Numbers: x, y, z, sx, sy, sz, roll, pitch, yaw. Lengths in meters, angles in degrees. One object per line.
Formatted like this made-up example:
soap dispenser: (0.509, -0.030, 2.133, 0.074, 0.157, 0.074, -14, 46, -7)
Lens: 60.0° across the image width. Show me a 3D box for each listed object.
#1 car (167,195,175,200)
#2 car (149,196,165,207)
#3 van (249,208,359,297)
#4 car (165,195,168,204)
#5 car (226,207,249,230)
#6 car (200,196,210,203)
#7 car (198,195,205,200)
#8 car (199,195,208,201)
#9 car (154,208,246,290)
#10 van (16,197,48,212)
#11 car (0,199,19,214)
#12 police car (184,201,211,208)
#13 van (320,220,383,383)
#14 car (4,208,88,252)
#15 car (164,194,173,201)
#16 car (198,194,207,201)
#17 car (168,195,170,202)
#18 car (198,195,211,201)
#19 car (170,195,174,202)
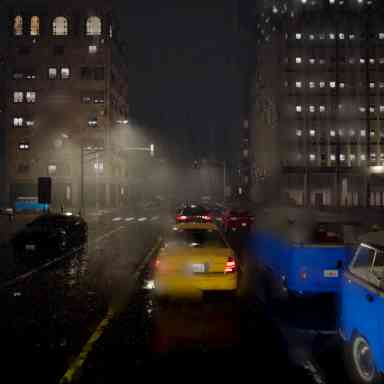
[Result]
car: (-5.690, 1.472, 91.285, 1.752, 1.417, 4.829, 1, 0, 0)
car: (-5.686, 1.572, 51.893, 1.802, 1.307, 4.206, 1, 0, 0)
van: (2.702, 1.343, 8.296, 1.690, 1.788, 3.998, 1, 0, 0)
car: (-5.684, 1.425, 57.546, 1.967, 1.590, 4.097, 1, 0, 0)
car: (2.698, 1.545, 19.450, 1.887, 1.381, 4.507, 1, 0, 0)
car: (2.693, 1.517, 68.848, 1.887, 1.381, 4.507, 1, 0, 0)
car: (2.690, 1.472, 91.624, 1.752, 1.417, 4.829, 1, 0, 0)
car: (2.691, 1.510, 80.150, 2.008, 1.369, 4.403, 1, 0, 0)
car: (0.096, 1.458, 9.056, 1.801, 1.575, 5.366, 0, 0, 0)
van: (-19.740, 1.524, 40.761, 3.998, 1.788, 1.690, 0, 0, 1)
car: (-19.847, 1.620, 32.380, 4.403, 1.369, 2.008, 0, 0, 1)
police car: (0.102, 1.505, 19.375, 2.038, 1.542, 4.974, 0, 0, 0)
van: (2.703, 1.342, 2.720, 1.690, 1.788, 3.998, 1, 0, 0)
car: (-5.682, 1.567, 13.878, 1.947, 1.339, 4.313, 1, 0, 0)
car: (-5.687, 1.400, 80.151, 1.967, 1.590, 4.097, 1, 0, 0)
car: (2.692, 1.394, 85.803, 1.967, 1.590, 4.097, 1, 0, 0)
car: (-5.687, 1.560, 63.196, 1.802, 1.307, 4.206, 1, 0, 0)
car: (2.693, 1.529, 63.196, 2.008, 1.369, 4.403, 1, 0, 0)
car: (-5.688, 1.517, 74.499, 2.008, 1.369, 4.403, 1, 0, 0)
